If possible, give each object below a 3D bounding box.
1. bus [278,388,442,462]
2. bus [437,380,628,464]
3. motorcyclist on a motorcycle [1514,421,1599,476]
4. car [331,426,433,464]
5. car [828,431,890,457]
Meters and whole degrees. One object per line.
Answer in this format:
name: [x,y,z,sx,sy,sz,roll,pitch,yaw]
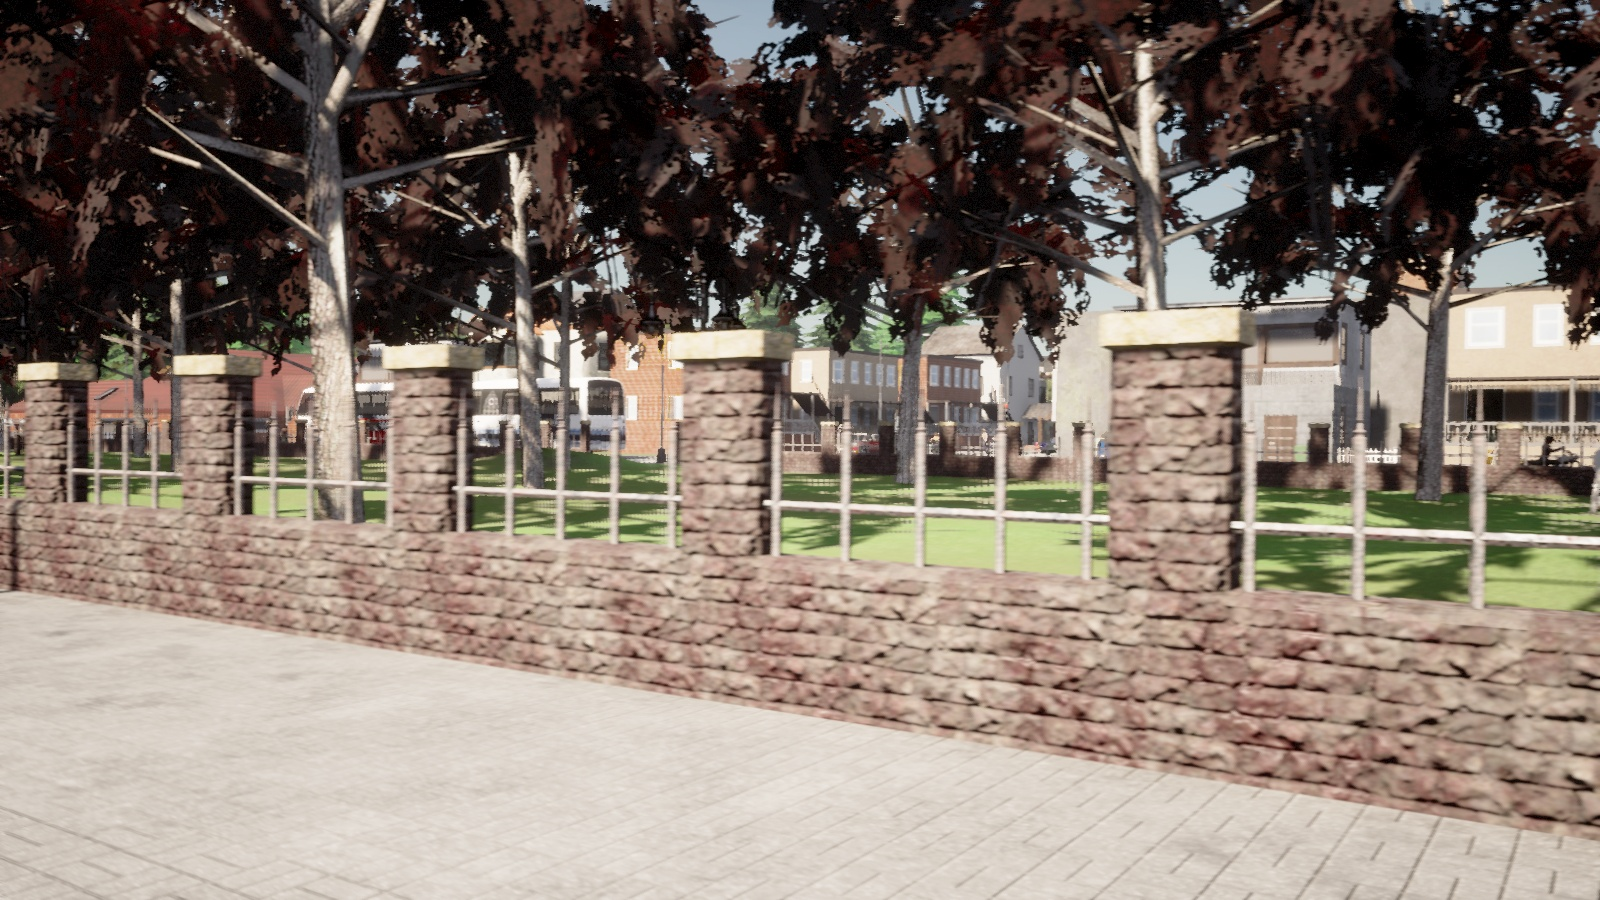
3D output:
bus: [-26.853,-1.446,76.493,10.273,4.253,3.944,0,1,33]
bus: [-14.459,-1.435,67.460,10.273,4.253,3.944,0,1,34]
motorcyclist on a motorcycle: [23.195,-0.052,38.344,2.350,1.649,0.766,0,1,34]
car: [-23.014,-0.283,69.016,5.566,2.045,2.150,0,1,30]
car: [3.503,-0.351,74.450,1.970,1.475,3.806,0,1,34]
